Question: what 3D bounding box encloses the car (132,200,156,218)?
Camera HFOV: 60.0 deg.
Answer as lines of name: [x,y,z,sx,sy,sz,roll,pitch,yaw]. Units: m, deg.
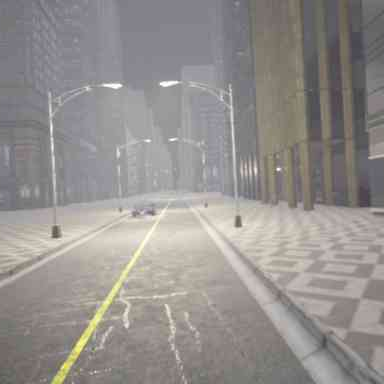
car: [-4.314,1.484,30.402,1.812,1.442,4.674,-3,0,-3]
